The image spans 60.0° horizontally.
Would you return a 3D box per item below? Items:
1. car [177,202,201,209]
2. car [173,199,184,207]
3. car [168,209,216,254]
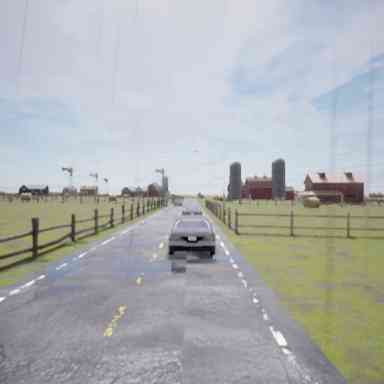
[{"bbox_3d":[0.010,1.826,29.001,2.033,1.411,5.357,0,-1,0],"label":"car"},{"bbox_3d":[-2.733,2.164,67.441,1.837,1.490,4.892,0,-1,0],"label":"car"},{"bbox_3d":[0.005,1.682,14.001,2.033,1.411,5.357,0,-1,0],"label":"car"}]
